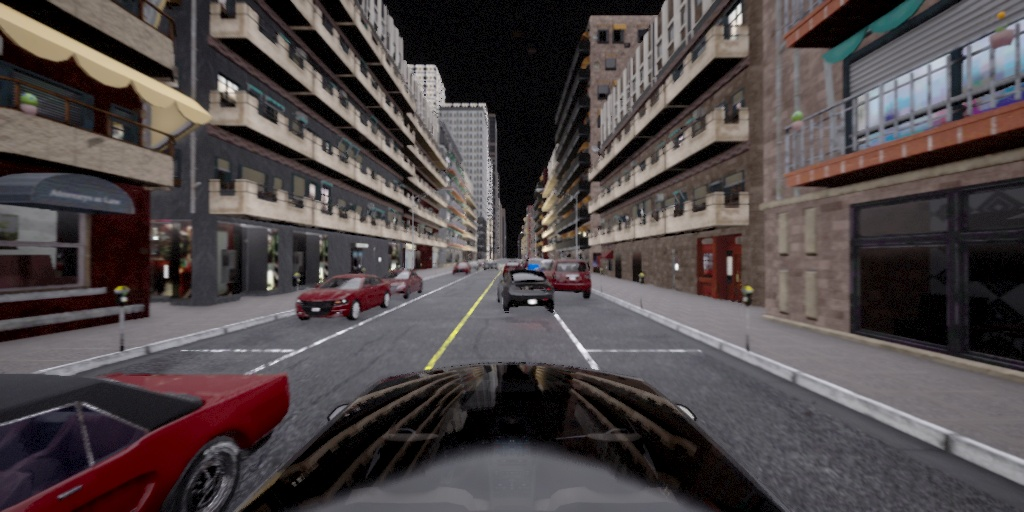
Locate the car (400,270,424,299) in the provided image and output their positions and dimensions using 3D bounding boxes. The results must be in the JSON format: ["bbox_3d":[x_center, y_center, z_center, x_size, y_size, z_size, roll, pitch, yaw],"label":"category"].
[{"bbox_3d":[-5.688,1.362,18.323,1.802,1.307,4.207,0,0,0],"label":"car"}]

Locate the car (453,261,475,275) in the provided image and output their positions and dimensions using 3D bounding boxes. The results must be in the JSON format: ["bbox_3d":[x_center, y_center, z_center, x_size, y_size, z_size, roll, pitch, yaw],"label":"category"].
[{"bbox_3d":[-5.684,1.369,41.052,1.888,1.381,4.507,0,0,0],"label":"car"}]

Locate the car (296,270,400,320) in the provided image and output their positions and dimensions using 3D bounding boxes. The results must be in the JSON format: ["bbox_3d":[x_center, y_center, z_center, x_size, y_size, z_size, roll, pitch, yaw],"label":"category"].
[{"bbox_3d":[-5.688,1.315,12.640,1.888,1.381,4.507,0,0,0],"label":"car"}]

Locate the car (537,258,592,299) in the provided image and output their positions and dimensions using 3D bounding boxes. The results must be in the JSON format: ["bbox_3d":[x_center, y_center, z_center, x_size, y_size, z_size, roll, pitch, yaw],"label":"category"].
[{"bbox_3d":[2.692,1.094,18.324,2.192,1.841,5.009,0,0,0],"label":"car"}]

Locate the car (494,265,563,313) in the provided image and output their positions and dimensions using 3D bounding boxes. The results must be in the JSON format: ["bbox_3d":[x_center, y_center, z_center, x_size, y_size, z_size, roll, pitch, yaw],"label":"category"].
[{"bbox_3d":[0.445,1.277,14.277,1.837,1.490,4.892,0,0,-6],"label":"car"}]

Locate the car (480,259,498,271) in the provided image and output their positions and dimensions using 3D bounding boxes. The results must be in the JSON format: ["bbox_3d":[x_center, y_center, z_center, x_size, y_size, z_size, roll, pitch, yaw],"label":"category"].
[{"bbox_3d":[-3.007,1.411,51.641,1.994,1.385,4.181,0,0,1],"label":"car"}]

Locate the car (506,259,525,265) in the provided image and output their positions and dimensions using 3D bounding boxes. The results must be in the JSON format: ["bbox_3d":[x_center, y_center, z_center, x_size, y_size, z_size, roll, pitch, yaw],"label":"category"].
[{"bbox_3d":[0.104,1.294,37.403,1.882,1.535,5.008,0,0,0],"label":"car"}]

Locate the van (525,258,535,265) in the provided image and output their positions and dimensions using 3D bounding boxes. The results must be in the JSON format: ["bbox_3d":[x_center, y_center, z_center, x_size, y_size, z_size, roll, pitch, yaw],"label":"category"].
[{"bbox_3d":[2.696,1.164,41.053,1.690,1.789,3.998,0,0,0],"label":"van"}]

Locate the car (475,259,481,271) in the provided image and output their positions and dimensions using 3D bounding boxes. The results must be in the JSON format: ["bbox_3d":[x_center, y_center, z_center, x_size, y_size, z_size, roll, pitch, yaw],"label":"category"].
[{"bbox_3d":[-5.682,1.398,52.417,2.007,1.370,4.403,0,0,0],"label":"car"}]

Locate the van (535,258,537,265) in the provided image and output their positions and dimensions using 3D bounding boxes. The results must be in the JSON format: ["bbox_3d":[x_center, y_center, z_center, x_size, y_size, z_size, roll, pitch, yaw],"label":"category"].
[{"bbox_3d":[2.694,1.131,24.006,1.690,1.789,3.998,0,0,0],"label":"van"}]

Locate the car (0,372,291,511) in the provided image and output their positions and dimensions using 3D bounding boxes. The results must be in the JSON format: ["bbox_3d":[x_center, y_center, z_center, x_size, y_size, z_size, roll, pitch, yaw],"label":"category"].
[{"bbox_3d":[-3.101,1.350,1.272,1.895,1.301,4.718,0,0,0],"label":"car"}]
